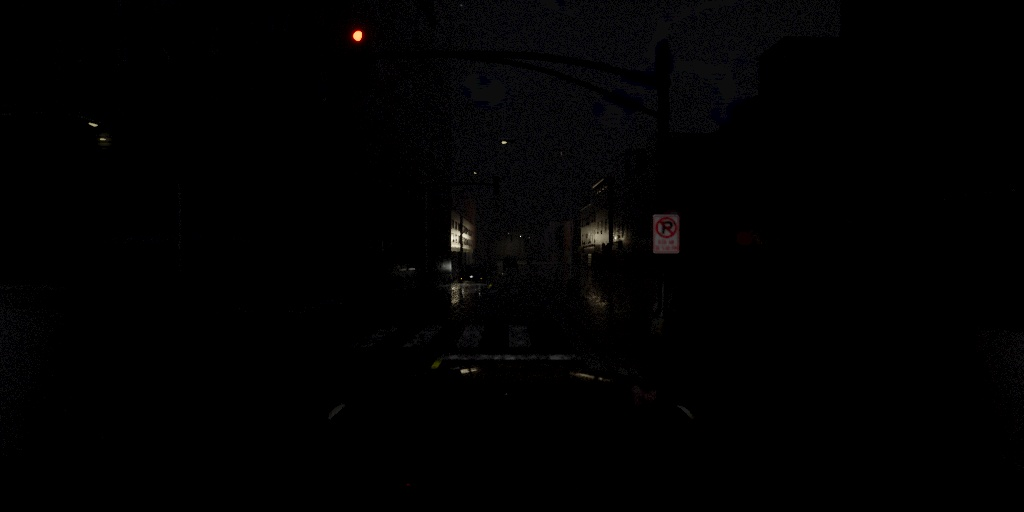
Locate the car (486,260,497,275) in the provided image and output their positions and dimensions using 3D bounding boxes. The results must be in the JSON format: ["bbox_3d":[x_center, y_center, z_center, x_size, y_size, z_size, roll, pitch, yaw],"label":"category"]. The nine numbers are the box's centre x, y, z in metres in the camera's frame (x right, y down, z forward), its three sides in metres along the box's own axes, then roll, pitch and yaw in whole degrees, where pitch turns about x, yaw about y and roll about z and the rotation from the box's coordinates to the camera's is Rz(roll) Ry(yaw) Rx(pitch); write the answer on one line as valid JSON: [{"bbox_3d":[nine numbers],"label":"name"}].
[{"bbox_3d":[-2.988,1.298,38.379,2.033,1.411,5.357,0,0,0],"label":"car"}]

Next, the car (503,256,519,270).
[{"bbox_3d":[-0.193,0.977,52.561,2.150,2.045,5.566,0,0,0],"label":"car"}]

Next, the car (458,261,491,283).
[{"bbox_3d":[-2.949,1.313,27.888,1.994,1.385,4.181,0,0,0],"label":"car"}]
